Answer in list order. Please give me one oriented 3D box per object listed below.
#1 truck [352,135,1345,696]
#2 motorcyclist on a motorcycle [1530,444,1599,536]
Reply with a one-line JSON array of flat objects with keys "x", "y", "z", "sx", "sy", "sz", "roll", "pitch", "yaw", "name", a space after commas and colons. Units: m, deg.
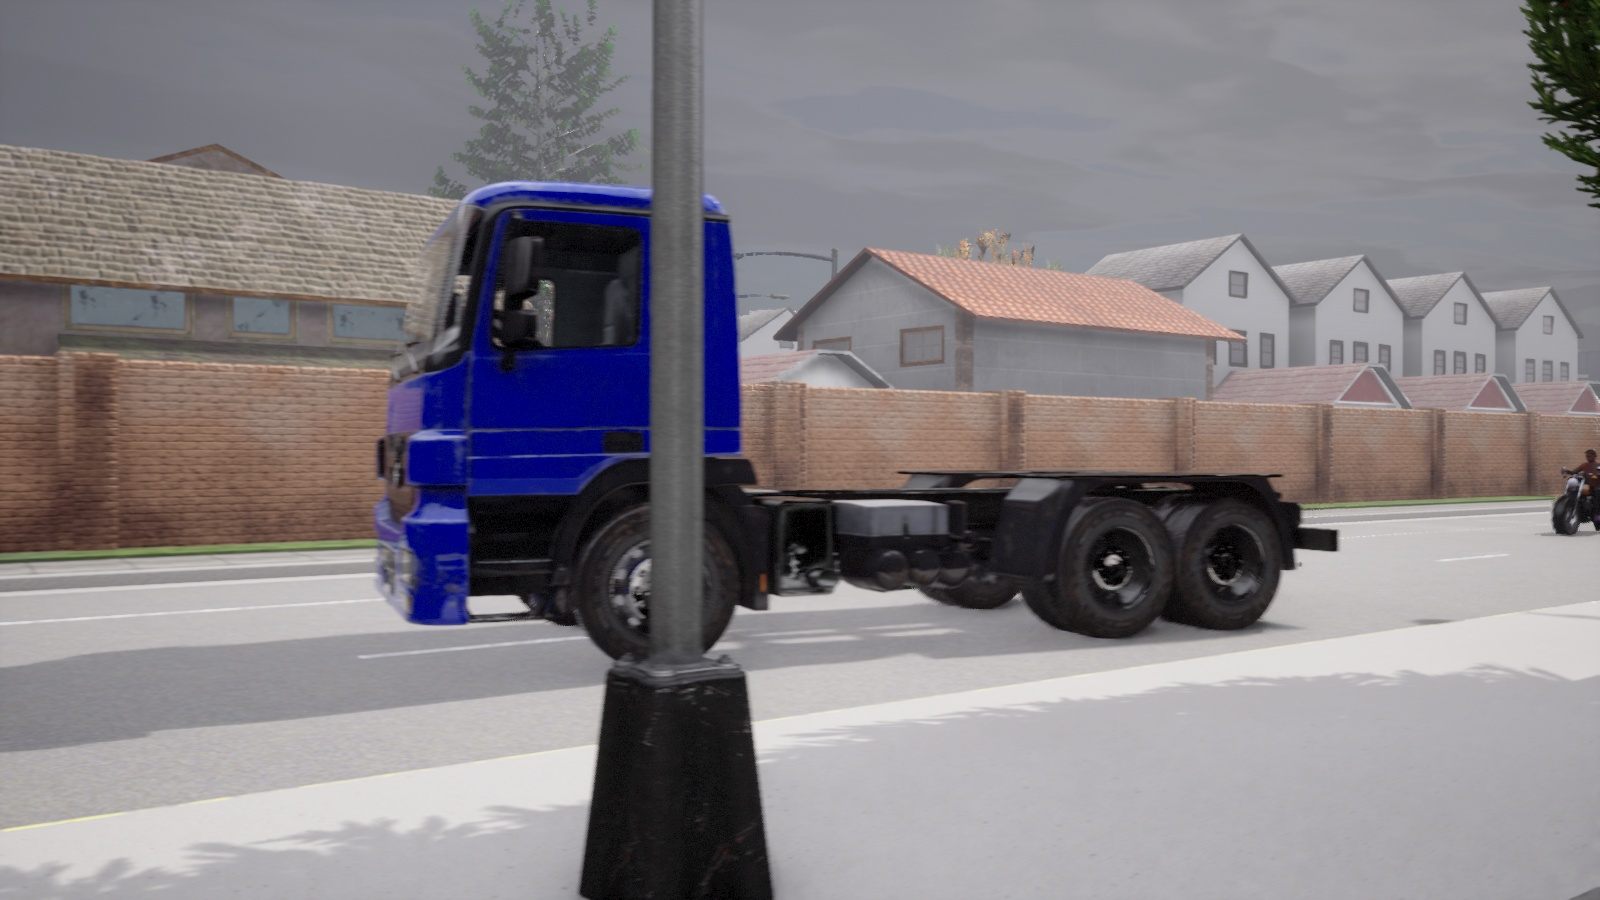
[{"x": 0.507, "y": -0.212, "z": 10.650, "sx": 7.936, "sy": 3.462, "sz": 2.891, "roll": 0, "pitch": 0, "yaw": -23, "name": "truck"}, {"x": 14.743, "y": 0.722, "z": 23.668, "sx": 2.350, "sy": 1.649, "sz": 0.766, "roll": 0, "pitch": 0, "yaw": -35, "name": "motorcyclist on a motorcycle"}]
